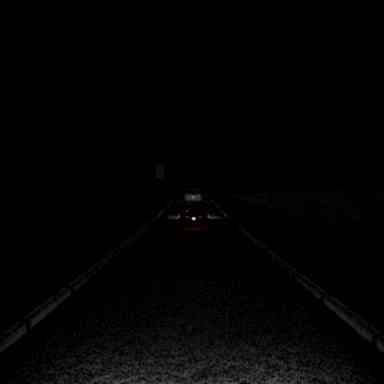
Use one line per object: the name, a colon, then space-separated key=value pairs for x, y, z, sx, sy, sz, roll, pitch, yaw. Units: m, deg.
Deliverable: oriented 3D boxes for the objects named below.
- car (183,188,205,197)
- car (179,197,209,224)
car: x=0.129 y=0.563 z=40.772 sx=2.150 sy=2.045 sz=5.566 roll=0 pitch=2 yaw=0
car: x=0.114 y=1.393 z=23.568 sx=1.837 sy=1.490 sz=4.892 roll=0 pitch=1 yaw=0
